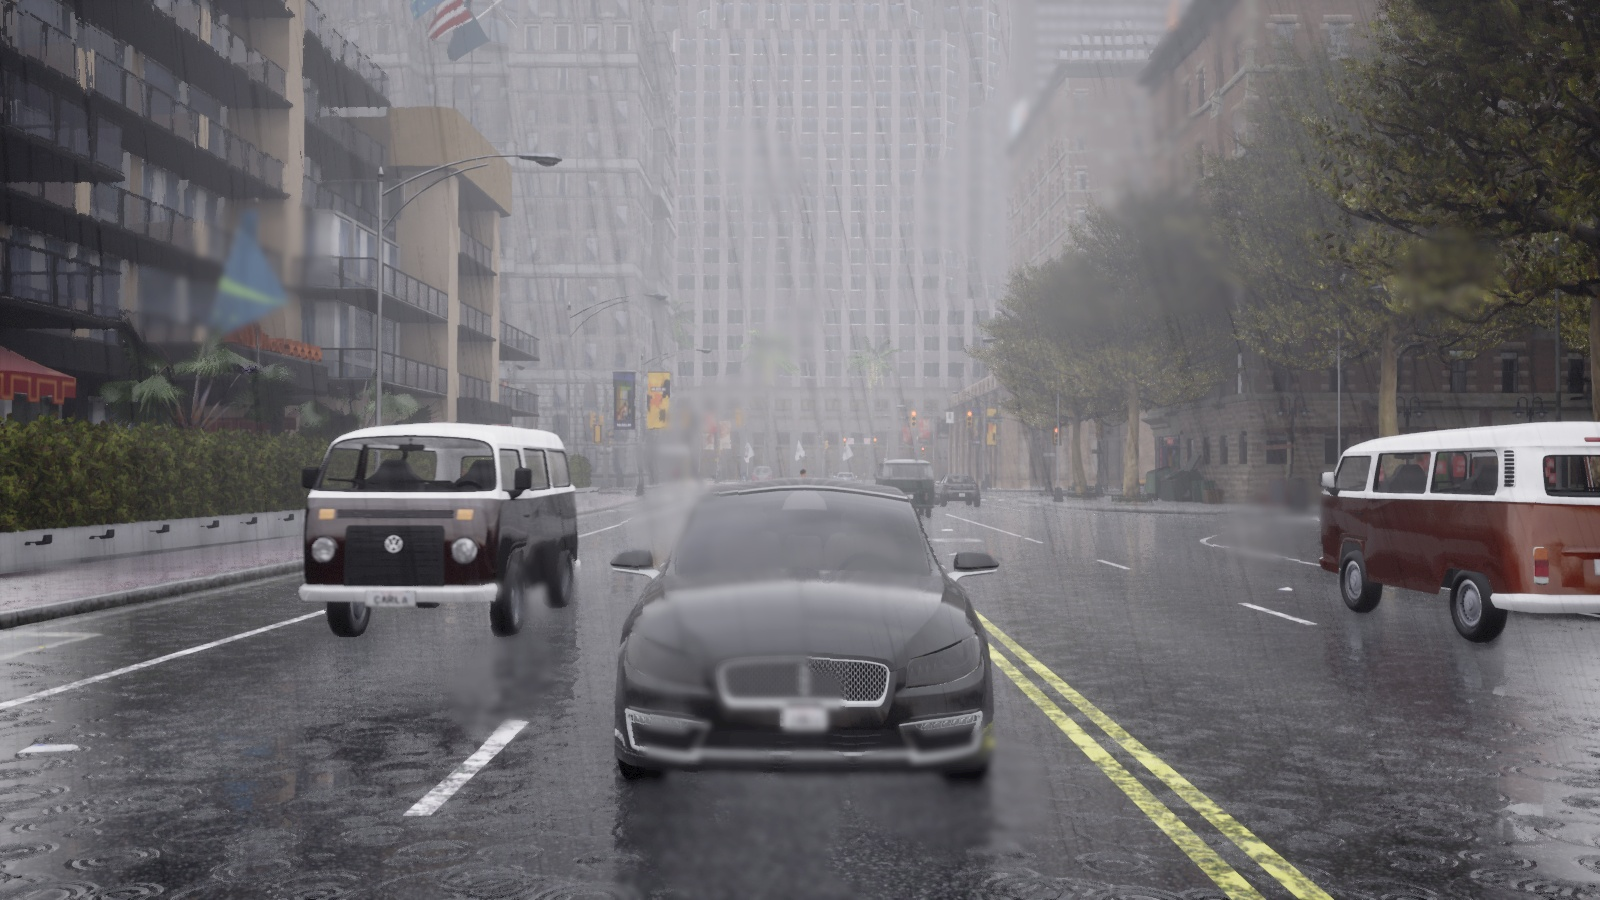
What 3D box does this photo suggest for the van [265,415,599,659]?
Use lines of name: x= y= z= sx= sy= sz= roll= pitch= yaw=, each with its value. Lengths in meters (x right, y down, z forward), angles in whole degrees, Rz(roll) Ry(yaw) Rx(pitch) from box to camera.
van: x=-3.455 y=0.766 z=12.802 sx=2.069 sy=2.038 sz=4.480 roll=0 pitch=-1 yaw=0

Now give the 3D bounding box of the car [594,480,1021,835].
car: x=0.035 y=0.951 z=7.865 sx=1.837 sy=1.490 sz=4.892 roll=0 pitch=-1 yaw=0

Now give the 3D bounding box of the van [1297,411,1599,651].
van: x=7.046 y=0.726 z=12.933 sx=2.069 sy=2.038 sz=4.480 roll=0 pitch=-1 yaw=0

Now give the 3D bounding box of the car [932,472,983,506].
car: x=7.152 y=1.760 z=57.314 sx=1.816 sy=1.474 sz=4.193 roll=0 pitch=-1 yaw=0

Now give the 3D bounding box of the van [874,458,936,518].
van: x=3.619 y=1.288 z=43.878 sx=1.775 sy=1.987 sz=4.442 roll=0 pitch=-1 yaw=0
